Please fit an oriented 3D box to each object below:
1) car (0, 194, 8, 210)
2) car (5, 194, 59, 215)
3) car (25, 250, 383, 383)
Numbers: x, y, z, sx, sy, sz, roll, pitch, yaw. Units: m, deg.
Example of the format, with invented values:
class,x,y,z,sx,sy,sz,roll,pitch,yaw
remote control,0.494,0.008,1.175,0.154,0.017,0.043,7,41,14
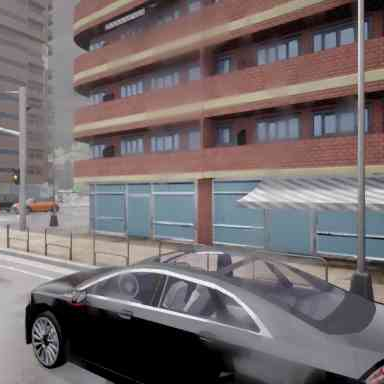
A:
class,x,y,z,sx,sy,sz,roll,pitch,yaw
car,-20.151,1.221,34.999,2.150,2.045,5.566,0,0,35
car,-16.226,1.352,34.442,2.097,1.767,4.553,0,0,36
car,-0.140,1.491,4.088,4.902,1.511,2.128,0,0,35
